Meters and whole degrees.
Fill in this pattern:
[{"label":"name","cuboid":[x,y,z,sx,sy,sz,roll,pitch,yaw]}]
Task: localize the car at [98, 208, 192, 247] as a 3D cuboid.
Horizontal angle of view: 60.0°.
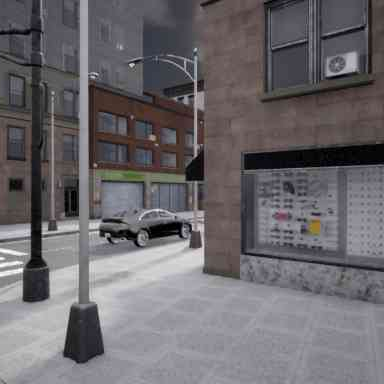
[{"label":"car","cuboid":[-1.886,1.459,14.956,2.128,1.511,4.902,0,0,35]}]
